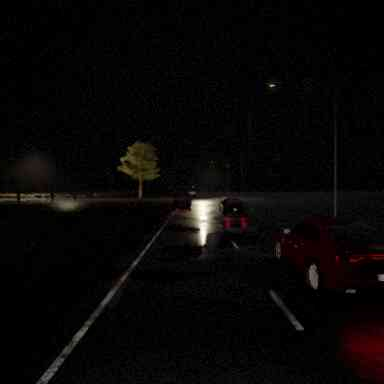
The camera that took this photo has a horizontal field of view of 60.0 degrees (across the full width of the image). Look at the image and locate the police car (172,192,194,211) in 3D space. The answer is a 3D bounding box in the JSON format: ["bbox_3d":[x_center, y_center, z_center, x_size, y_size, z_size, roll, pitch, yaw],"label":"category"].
[{"bbox_3d":[-1.035,1.119,35.271,1.930,1.638,5.238,0,1,0],"label":"police car"}]

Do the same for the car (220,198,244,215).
[{"bbox_3d":[3.626,1.279,30.326,1.812,1.442,4.674,0,1,0],"label":"car"}]

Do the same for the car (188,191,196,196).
[{"bbox_3d":[0.037,0.356,91.334,1.994,1.385,4.181,0,1,0],"label":"car"}]

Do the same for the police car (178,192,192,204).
[{"bbox_3d":[-1.029,0.917,51.270,1.930,1.638,5.238,0,1,0],"label":"police car"}]

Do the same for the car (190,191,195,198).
[{"bbox_3d":[-1.032,0.920,45.129,2.097,1.767,4.553,0,1,0],"label":"car"}]

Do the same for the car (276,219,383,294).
[{"bbox_3d":[3.605,1.430,8.692,1.882,1.535,5.008,0,0,0],"label":"car"}]
